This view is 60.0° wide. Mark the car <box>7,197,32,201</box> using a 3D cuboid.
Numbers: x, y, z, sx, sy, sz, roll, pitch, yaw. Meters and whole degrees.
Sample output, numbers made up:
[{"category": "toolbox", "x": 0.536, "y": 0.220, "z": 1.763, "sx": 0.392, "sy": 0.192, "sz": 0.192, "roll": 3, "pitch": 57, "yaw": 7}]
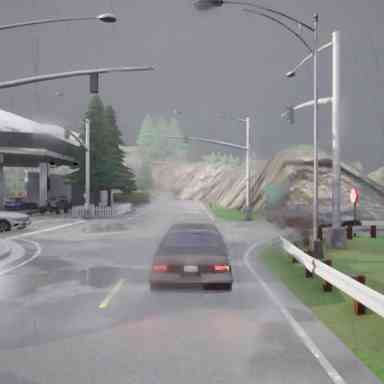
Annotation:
[{"category": "car", "x": -20.304, "y": 1.471, "z": 39.698, "sx": 2.242, "sy": 1.667, "sz": 4.611, "roll": 0, "pitch": 0, "yaw": -1}]

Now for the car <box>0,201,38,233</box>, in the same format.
[{"category": "car", "x": -10.980, "y": 1.331, "z": 17.511, "sx": 4.674, "sy": 1.442, "sz": 1.812, "roll": 0, "pitch": 0, "yaw": 0}]

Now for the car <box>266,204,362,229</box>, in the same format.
[{"category": "car", "x": 6.234, "y": 1.355, "z": 17.692, "sx": 2.033, "sy": 1.411, "sz": 5.357, "roll": 0, "pitch": 0, "yaw": -27}]

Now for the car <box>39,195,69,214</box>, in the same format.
[{"category": "car", "x": -14.589, "y": 1.305, "z": 35.431, "sx": 1.905, "sy": 1.878, "sz": 3.866, "roll": 0, "pitch": 0, "yaw": -1}]

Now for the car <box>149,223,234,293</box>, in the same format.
[{"category": "car", "x": 0.029, "y": 1.545, "z": 9.002, "sx": 2.033, "sy": 1.411, "sz": 5.357, "roll": 0, "pitch": 0, "yaw": 1}]
